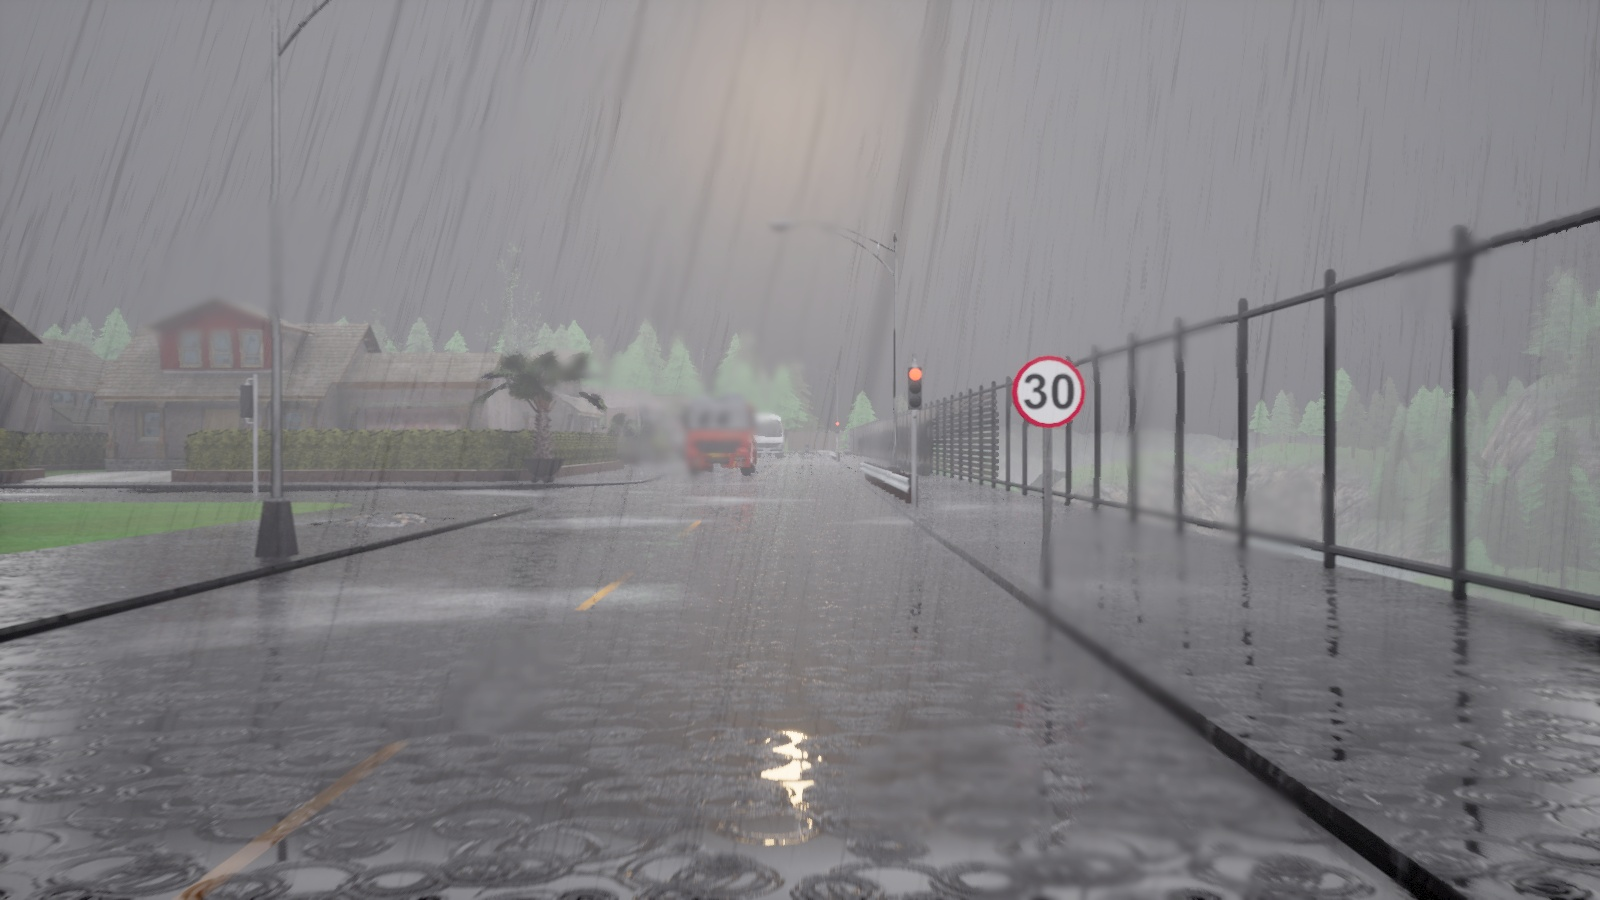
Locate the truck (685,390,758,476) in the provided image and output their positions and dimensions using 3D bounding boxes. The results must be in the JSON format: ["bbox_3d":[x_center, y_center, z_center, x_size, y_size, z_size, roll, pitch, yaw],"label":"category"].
[{"bbox_3d":[-3.637,-0.759,60.080,2.891,3.827,8.468,0,0,0],"label":"truck"}]
